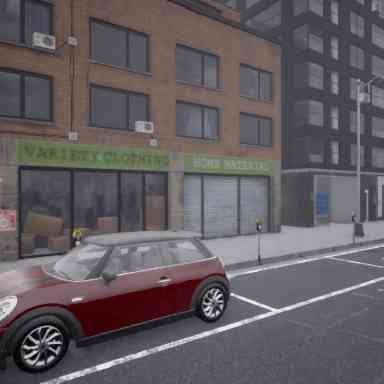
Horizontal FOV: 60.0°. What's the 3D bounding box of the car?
[{"bbox_3d":[-1.369,1.440,5.559,4.097,1.590,1.967,0,0,-36],"label":"car"}]
